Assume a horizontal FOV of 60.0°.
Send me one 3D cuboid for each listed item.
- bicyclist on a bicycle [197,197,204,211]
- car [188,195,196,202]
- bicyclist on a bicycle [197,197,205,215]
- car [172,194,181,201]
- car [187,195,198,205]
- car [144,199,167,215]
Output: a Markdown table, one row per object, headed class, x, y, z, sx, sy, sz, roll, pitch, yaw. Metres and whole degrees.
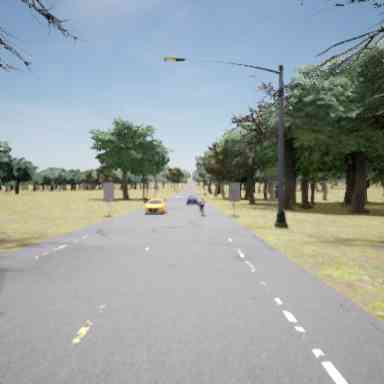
| class | x | y | z | sx | sy | sz | roll | pitch | yaw |
| --- | --- | --- | --- | --- | --- | --- | --- | --- | --- |
| bicyclist on a bicycle | 0.966 | 1.367 | 38.145 | 0.866 | 1.612 | 1.509 | 0 | 0 | 0 |
| car | 0.015 | 1.390 | 75.592 | 1.882 | 1.535 | 5.008 | 0 | 0 | 0 |
| bicyclist on a bicycle | 0.969 | 1.391 | 30.626 | 0.582 | 1.620 | 1.656 | 0 | 0 | 0 |
| car | -3.485 | 1.155 | 74.771 | 1.812 | 1.442 | 4.674 | 0 | 0 | 0 |
| car | 0.045 | 1.391 | 57.167 | 1.882 | 1.535 | 5.008 | 0 | 0 | 1 |
| car | -3.582 | 1.413 | 33.323 | 1.882 | 1.535 | 5.008 | 0 | 0 | 0 |
